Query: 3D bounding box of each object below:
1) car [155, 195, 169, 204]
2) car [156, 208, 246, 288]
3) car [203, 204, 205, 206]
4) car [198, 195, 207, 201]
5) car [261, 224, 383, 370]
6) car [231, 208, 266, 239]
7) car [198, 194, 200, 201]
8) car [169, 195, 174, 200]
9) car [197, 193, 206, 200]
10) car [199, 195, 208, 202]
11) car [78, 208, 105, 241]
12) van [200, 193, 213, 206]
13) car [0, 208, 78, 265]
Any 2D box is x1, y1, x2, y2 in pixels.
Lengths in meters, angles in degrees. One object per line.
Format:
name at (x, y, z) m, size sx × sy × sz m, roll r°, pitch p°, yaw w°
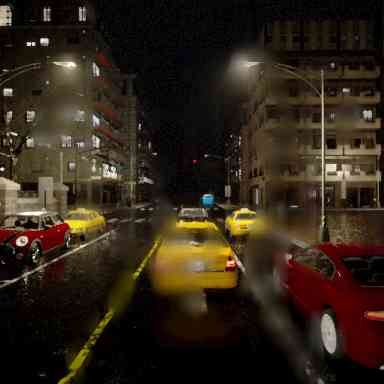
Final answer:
car at (-5.769, 1.556, 60.736) m, size 1.802 × 1.307 × 4.206 m, roll 1°, pitch 0°, yaw 0°
car at (0.086, 1.458, 9.163) m, size 1.801 × 1.575 × 5.366 m, roll 0°, pitch 0°, yaw 0°
car at (0.079, 1.603, 19.652) m, size 1.895 × 1.301 × 4.718 m, roll 0°, pitch 0°, yaw 0°
car at (2.580, 1.495, 83.374) m, size 2.008 × 1.369 × 4.403 m, roll 1°, pitch 0°, yaw 0°
car at (2.689, 1.546, 5.793) m, size 1.887 × 1.381 × 4.507 m, roll 1°, pitch 0°, yaw 0°
car at (2.673, 1.527, 17.197) m, size 1.752 × 1.417 × 4.829 m, roll 1°, pitch 0°, yaw 0°
car at (2.611, 1.519, 60.691) m, size 1.887 × 1.381 × 4.507 m, roll 1°, pitch 0°, yaw 0°
car at (-5.809, 1.516, 89.091) m, size 1.802 × 1.307 × 4.206 m, roll 1°, pitch 0°, yaw 0°
car at (2.575, 1.249, 89.045) m, size 2.192 × 1.841 × 5.009 m, roll 1°, pitch 0°, yaw 0°
car at (2.588, 1.503, 77.703) m, size 2.008 × 1.369 × 4.403 m, roll 1°, pitch 0°, yaw 0°
car at (-5.706, 1.528, 16.862) m, size 1.752 × 1.417 × 4.829 m, roll 1°, pitch 0°, yaw 0°
van at (2.623, 1.321, 55.019) m, size 1.690 × 1.788 × 3.998 m, roll 1°, pitch 0°, yaw 0°
car at (-5.698, 1.442, 11.417) m, size 1.967 × 1.590 × 4.097 m, roll 1°, pitch 0°, yaw 0°
